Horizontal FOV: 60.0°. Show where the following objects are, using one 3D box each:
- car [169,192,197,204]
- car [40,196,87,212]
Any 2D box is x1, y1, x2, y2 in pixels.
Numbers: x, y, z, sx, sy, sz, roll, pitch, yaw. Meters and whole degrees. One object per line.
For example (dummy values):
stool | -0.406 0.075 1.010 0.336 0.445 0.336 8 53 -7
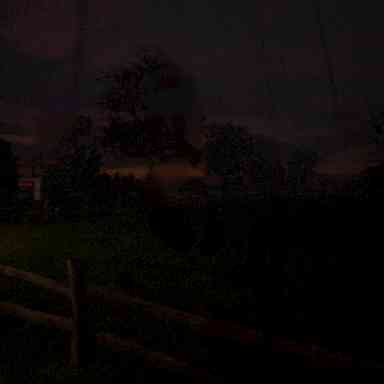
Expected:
car | -1.247 0.816 48.290 1.882 1.535 5.008 0 1 37
car | -12.582 1.167 33.063 1.837 1.490 4.892 0 1 37
